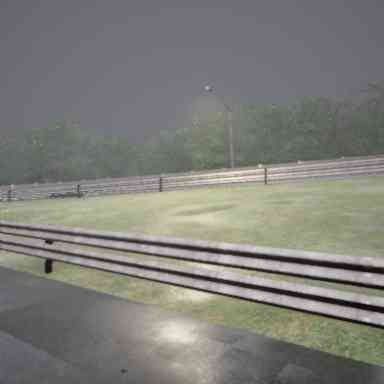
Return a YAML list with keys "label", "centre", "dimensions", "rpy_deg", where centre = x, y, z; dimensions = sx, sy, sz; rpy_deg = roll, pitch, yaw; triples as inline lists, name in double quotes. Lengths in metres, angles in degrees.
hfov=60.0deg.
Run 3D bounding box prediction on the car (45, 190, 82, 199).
- label: "car"
  centre: [-17.204, 0.387, 44.419]
  dimensions: [4.718, 1.301, 1.895]
  rpy_deg: [-4, -2, 21]
